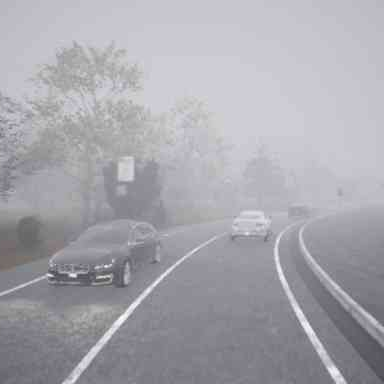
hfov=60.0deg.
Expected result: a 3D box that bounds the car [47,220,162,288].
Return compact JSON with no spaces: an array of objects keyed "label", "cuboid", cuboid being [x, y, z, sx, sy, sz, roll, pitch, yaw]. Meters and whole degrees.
[{"label":"car","cuboid":[-2.222,1.621,9.723,1.837,1.490,4.892,-1,-1,10]}]

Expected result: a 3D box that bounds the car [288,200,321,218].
[{"label":"car","cuboid":[11.276,1.745,33.784,1.882,1.535,5.008,-4,-2,34]}]

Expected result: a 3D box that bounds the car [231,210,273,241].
[{"label":"car","cuboid":[3.217,1.701,17.604,1.812,1.442,4.674,-2,-1,17]}]

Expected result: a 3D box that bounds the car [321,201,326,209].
[{"label":"car","cuboid":[17.136,1.867,46.733,1.895,1.301,4.718,-5,-1,41]}]
